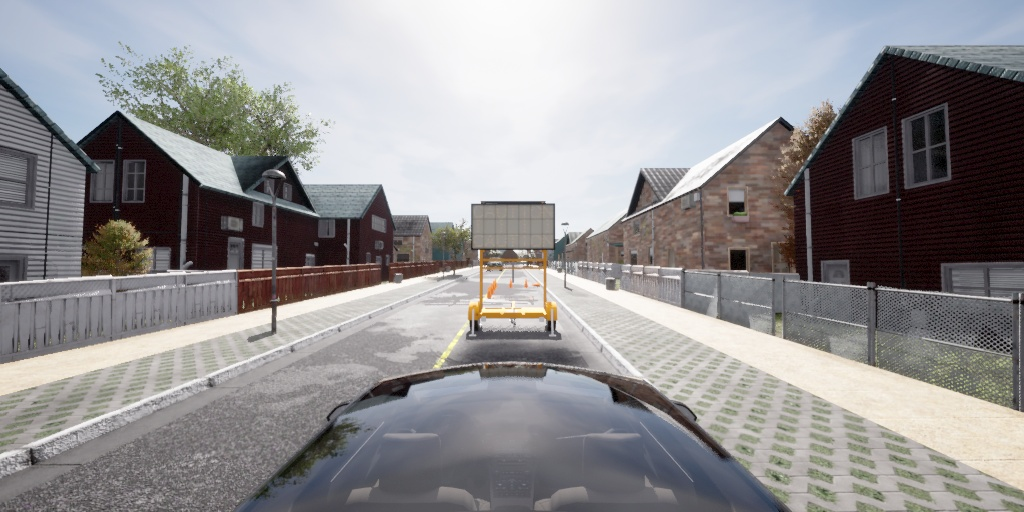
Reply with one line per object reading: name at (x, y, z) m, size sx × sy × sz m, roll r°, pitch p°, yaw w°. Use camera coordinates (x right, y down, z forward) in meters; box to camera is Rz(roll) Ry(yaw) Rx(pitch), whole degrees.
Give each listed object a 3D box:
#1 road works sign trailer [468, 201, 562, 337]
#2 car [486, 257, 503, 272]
road works sign trailer at (0.034, 0.226, 10.362) m, size 2.380 × 3.560 × 2.880 m, roll 0°, pitch 0°, yaw 1°
car at (-2.542, 1.208, 52.901) m, size 2.150 × 2.045 × 5.566 m, roll 0°, pitch 0°, yaw 0°
